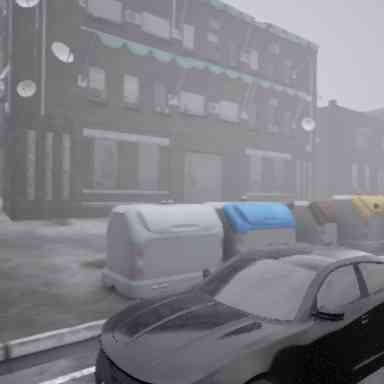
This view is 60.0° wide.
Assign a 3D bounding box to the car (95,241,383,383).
[{"bbox_3d":[1.309,1.481,4.311,5.008,1.535,1.882,0,0,-36],"label":"car"}]
